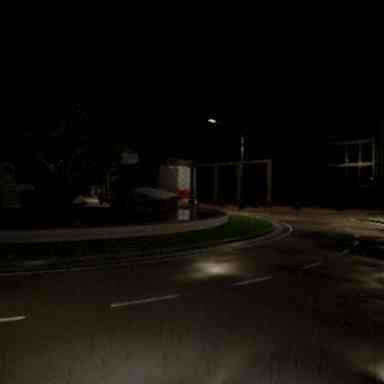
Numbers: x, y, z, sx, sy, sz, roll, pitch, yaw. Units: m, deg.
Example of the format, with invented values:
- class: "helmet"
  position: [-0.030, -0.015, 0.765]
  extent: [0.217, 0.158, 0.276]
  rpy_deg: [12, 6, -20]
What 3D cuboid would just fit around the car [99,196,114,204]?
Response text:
- class: "car"
  position: [-15.438, 1.403, 60.758]
  extent: [2.128, 1.511, 4.902]
  rpy_deg: [1, 0, 5]
